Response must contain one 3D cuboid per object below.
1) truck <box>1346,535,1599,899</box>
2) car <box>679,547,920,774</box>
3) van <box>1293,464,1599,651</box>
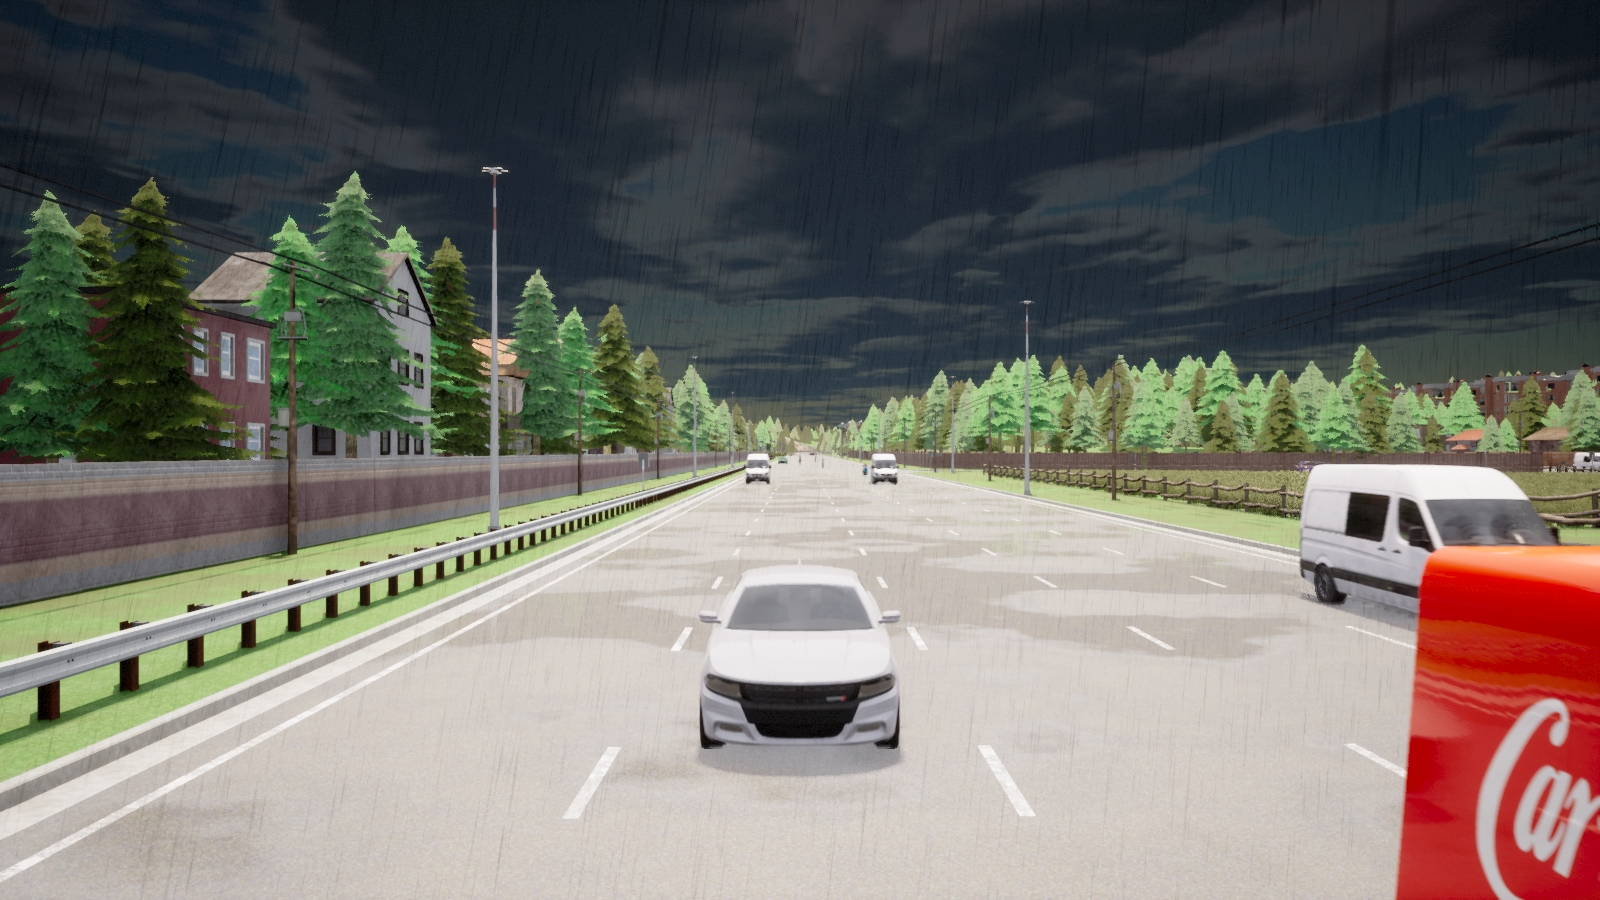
[{"bbox_3d":[3.629,1.578,2.346,2.627,2.467,5.204,0,-1,2],"label":"truck"},{"bbox_3d":[-0.002,2.043,12.430,2.097,1.535,5.006,0,0,0],"label":"car"},{"bbox_3d":[10.494,1.547,19.049,1.988,2.561,5.915,0,0,0],"label":"van"}]
